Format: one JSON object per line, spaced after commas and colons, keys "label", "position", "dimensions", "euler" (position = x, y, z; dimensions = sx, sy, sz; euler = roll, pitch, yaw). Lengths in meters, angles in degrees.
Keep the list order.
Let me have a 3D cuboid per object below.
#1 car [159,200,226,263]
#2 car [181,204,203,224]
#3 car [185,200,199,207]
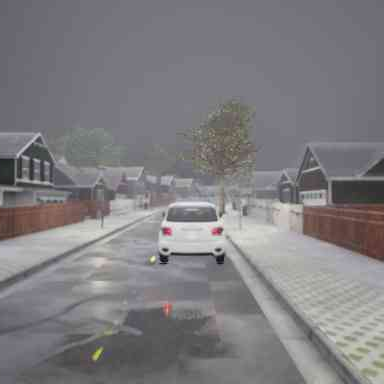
{"label": "car", "position": [0.009, 1.360, 12.599], "dimensions": [2.150, 2.045, 5.566], "euler": [0, 0, 0]}
{"label": "car", "position": [0.044, 1.835, 28.911], "dimensions": [1.812, 1.442, 4.674], "euler": [0, 0, 1]}
{"label": "car", "position": [0.056, 2.287, 66.004], "dimensions": [1.994, 1.385, 4.181], "euler": [0, -1, 9]}
